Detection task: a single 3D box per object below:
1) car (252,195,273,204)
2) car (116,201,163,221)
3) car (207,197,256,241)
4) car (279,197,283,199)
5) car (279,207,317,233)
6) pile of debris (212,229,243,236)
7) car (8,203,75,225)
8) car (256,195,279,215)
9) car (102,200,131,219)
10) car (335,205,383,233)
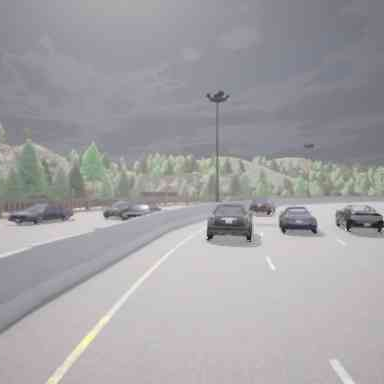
[{"bbox_3d":[13.941,1.438,65.290,2.097,1.767,4.553,0,0,40],"label":"car"},{"bbox_3d":[-3.558,1.560,24.560,1.994,1.385,4.181,0,0,15],"label":"car"},{"bbox_3d":[2.054,1.352,17.058,2.097,1.767,4.553,0,0,11],"label":"car"},{"bbox_3d":[15.395,1.563,61.578,1.837,1.490,4.892,-1,0,40],"label":"car"},{"bbox_3d":[6.272,1.574,19.964,1.994,1.385,4.181,0,0,13],"label":"car"},{"bbox_3d":[1.964,2.178,17.951,1.500,0.140,1.860,0,0,12],"label":"pile of debris"},{"bbox_3d":[-10.858,1.531,24.493,2.033,1.411,5.357,0,0,14],"label":"car"},{"bbox_3d":[7.305,1.364,34.199,2.097,1.767,4.553,0,0,22],"label":"car"},{"bbox_3d":[-5.919,1.504,29.008,1.837,1.490,4.892,0,0,17],"label":"car"},{"bbox_3d":[9.861,1.506,19.931,2.128,1.511,4.902,0,0,14],"label":"car"}]
